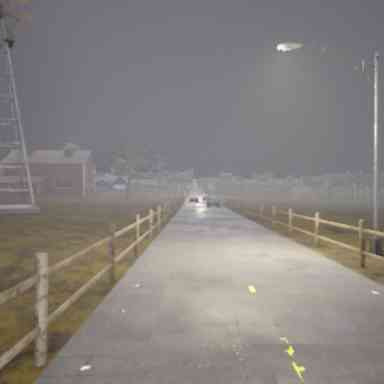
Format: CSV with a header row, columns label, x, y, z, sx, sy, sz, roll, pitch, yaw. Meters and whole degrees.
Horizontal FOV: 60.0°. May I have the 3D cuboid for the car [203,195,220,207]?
label,x,y,z,sx,sy,sz,roll,pitch,yaw
car,3.160,1.492,50.863,2.128,1.511,4.902,0,0,0

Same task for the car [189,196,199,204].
label,x,y,z,sx,sy,sz,roll,pitch,yaw
car,0.372,1.489,63.016,1.895,1.301,4.718,0,1,1
